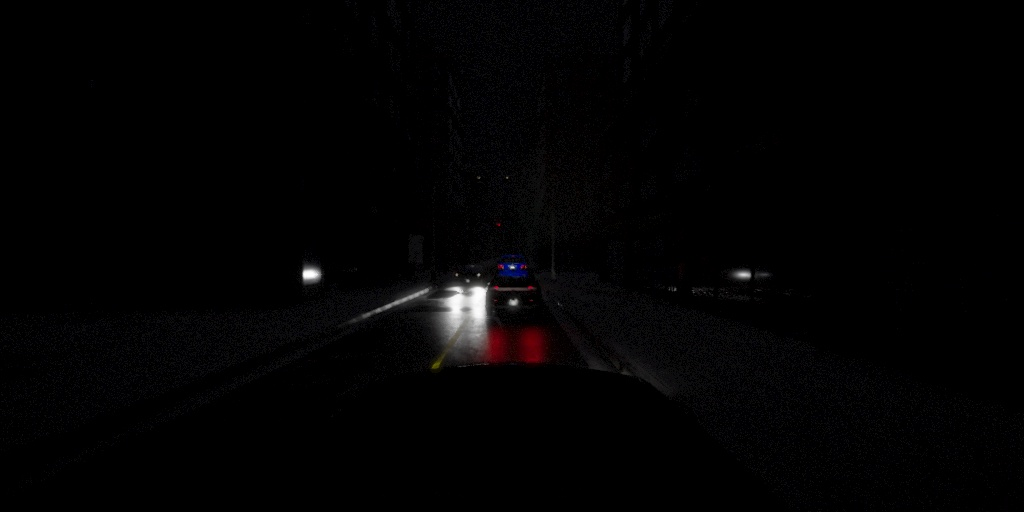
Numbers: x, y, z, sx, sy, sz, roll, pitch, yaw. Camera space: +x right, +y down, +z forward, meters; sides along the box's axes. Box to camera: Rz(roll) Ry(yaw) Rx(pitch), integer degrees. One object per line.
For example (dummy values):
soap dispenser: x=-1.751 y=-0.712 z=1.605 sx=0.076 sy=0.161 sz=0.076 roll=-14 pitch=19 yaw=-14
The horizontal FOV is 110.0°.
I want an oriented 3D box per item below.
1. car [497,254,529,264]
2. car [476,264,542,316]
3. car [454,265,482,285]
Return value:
car: x=0.055 y=0.898 z=26.786 sx=2.150 sy=2.045 sz=5.566 roll=0 pitch=0 yaw=1
car: x=0.064 y=1.205 z=13.202 sx=2.128 sy=1.511 sz=4.902 roll=0 pitch=0 yaw=0
car: x=-2.812 y=1.283 z=25.150 sx=1.895 sy=1.301 sz=4.718 roll=0 pitch=0 yaw=0
